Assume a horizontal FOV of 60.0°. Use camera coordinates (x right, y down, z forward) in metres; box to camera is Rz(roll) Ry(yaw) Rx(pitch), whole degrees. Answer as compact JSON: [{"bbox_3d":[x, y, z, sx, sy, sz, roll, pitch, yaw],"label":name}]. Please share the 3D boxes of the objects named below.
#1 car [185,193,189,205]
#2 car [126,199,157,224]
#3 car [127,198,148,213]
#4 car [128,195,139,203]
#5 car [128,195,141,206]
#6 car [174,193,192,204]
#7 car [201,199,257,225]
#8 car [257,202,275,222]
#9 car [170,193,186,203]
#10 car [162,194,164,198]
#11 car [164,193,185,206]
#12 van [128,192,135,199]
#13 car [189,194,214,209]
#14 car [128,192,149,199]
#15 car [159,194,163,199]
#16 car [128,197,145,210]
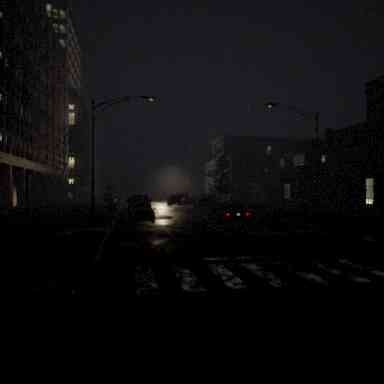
[{"bbox_3d":[-0.609,1.312,52.322,1.752,1.417,4.829,1,0,-11],"label":"car"},{"bbox_3d":[-3.542,1.417,23.383,2.008,1.369,4.403,1,0,-11],"label":"car"},{"bbox_3d":[-5.647,1.367,34.256,2.008,1.369,4.403,1,0,-11],"label":"car"},{"bbox_3d":[-10.910,1.269,61.436,1.947,1.339,4.313,1,0,-11],"label":"car"},{"bbox_3d":[-8.772,1.273,50.397,1.752,1.417,4.829,1,0,-11],"label":"car"},{"bbox_3d":[-1.627,1.080,57.591,2.192,1.841,5.009,0,0,-11],"label":"car"},{"bbox_3d":[2.413,1.447,23.207,2.033,1.411,5.357,0,0,-11],"label":"car"},{"bbox_3d":[4.654,1.431,25.141,1.752,1.417,4.829,1,0,-11],"label":"car"},{"bbox_3d":[-2.679,1.059,63.026,2.192,1.841,5.009,0,0,-11],"label":"car"},{"bbox_3d":[-4.787,1.267,73.899,1.947,1.339,4.313,0,0,-11],"label":"car"},{"bbox_3d":[-2.650,1.291,49.230,1.837,1.490,4.892,0,0,-11],"label":"car"},{"bbox_3d":[-16.171,0.940,88.615,1.690,1.788,3.998,0,0,-11],"label":"van"},{"bbox_3d":[1.531,1.148,41.282,2.192,1.841,5.009,1,0,-11],"label":"car"},{"bbox_3d":[-4.592,1.156,28.819,2.192,1.841,5.009,1,0,-11],"label":"car"},{"bbox_3d":[-7.945,1.222,90.207,1.802,1.307,4.206,0,0,-11],"label":"car"},{"bbox_3d":[-6.699,1.337,39.692,1.887,1.381,4.507,1,0,-11],"label":"car"}]
